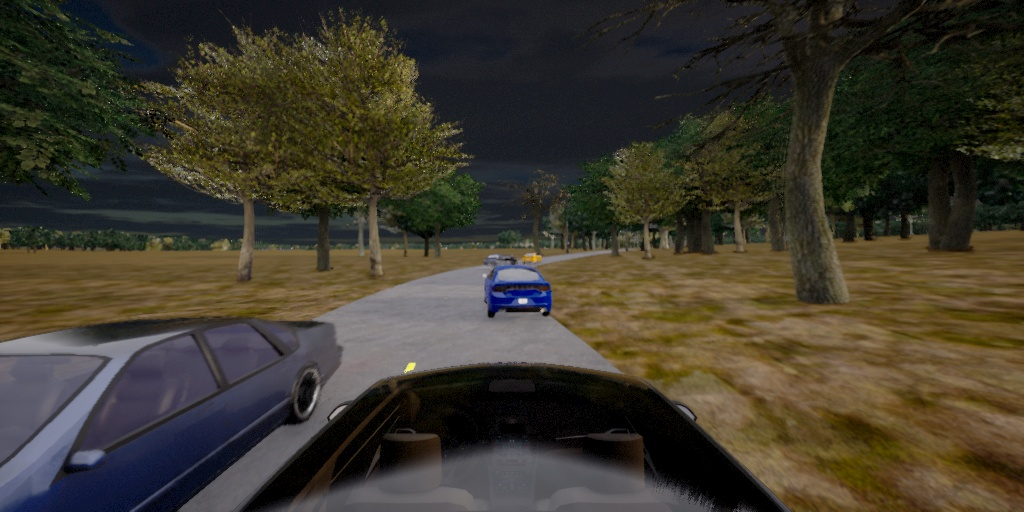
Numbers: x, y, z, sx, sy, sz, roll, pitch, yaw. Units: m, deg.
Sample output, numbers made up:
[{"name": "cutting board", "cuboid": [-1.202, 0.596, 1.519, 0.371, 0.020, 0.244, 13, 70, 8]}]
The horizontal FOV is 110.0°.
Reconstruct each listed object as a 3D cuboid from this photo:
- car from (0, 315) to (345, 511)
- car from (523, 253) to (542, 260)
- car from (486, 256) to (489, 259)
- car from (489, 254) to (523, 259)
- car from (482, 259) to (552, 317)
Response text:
[{"name": "car", "cuboid": [-3.243, 1.289, 2.873, 2.033, 1.411, 5.357, 0, 1, -3]}, {"name": "car", "cuboid": [2.884, 0.262, 50.185, 1.882, 1.535, 5.008, 0, 2, 18]}, {"name": "car", "cuboid": [-2.073, 0.503, 43.844, 1.812, 1.442, 4.674, 0, 1, 14]}, {"name": "car", "cuboid": [-0.479, 0.630, 34.959, 2.128, 1.511, 4.902, 0, 1, 8]}, {"name": "car", "cuboid": [0.038, 1.035, 12.263, 1.882, 1.535, 5.008, 0, 1, -6]}]
